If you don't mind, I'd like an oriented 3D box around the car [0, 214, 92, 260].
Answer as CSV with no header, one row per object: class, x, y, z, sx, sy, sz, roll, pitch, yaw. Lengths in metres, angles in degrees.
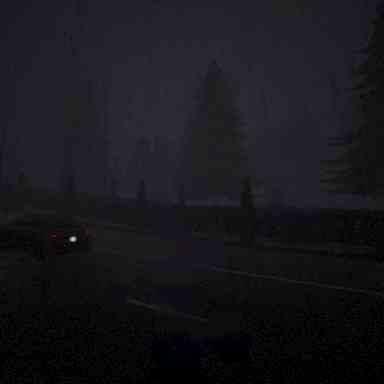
car,-5.606,1.489,12.293,4.181,1.385,1.994,2,1,36
